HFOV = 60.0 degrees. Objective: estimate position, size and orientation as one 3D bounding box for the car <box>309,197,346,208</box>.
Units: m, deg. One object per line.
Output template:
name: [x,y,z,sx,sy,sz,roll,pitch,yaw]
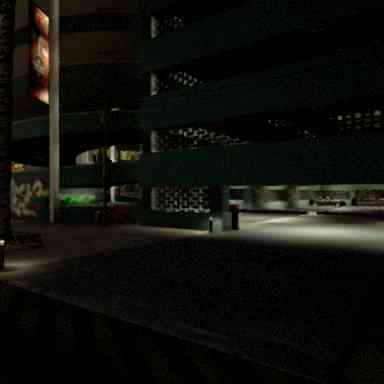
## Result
car: [18.134,1.345,44.754,4.674,1.452,2.002,0,0,35]
